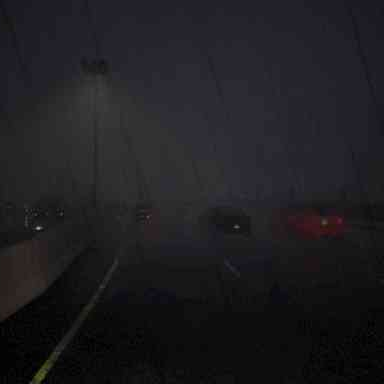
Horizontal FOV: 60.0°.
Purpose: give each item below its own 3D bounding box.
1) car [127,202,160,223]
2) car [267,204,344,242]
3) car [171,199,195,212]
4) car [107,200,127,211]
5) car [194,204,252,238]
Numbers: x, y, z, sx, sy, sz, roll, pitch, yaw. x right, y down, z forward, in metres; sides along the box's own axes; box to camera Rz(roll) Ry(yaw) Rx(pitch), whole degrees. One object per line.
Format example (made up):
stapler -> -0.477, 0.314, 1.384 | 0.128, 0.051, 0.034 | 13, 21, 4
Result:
car -> -3.725, 1.552, 26.003 | 1.837, 1.490, 4.892 | 0, 0, -15
car -> 5.457, 1.360, 16.632 | 2.097, 1.767, 4.553 | 0, 0, -9
car -> -1.115, 1.563, 39.998 | 1.837, 1.490, 4.892 | 0, 0, -22
car -> -9.449, 1.685, 41.731 | 1.895, 1.301, 4.718 | 0, 0, -25
car -> 1.668, 1.498, 18.150 | 1.882, 1.535, 5.008 | 0, 0, -10
